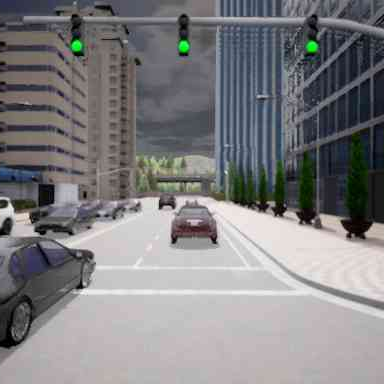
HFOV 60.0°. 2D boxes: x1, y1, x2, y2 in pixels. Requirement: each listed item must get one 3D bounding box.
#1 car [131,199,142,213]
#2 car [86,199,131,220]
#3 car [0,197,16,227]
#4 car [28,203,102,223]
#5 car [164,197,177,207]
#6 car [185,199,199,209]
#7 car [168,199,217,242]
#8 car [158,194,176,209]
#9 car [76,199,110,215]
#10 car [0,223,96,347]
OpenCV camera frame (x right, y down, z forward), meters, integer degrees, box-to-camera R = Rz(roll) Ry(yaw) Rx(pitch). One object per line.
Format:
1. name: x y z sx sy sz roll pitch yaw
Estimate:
1. car: -7.019 1.569 39.032 2.128 1.511 4.902 0 0 0
2. car: -7.084 1.556 28.784 2.128 1.511 4.902 0 0 0
3. car: -10.599 1.260 15.757 2.150 2.045 5.566 0 0 0
4. car: -7.100 1.599 19.271 2.033 1.411 5.357 0 0 0
5. car: -3.510 1.586 56.100 1.882 1.535 5.008 0 0 0
6. car: -0.005 1.670 47.445 1.994 1.385 4.181 0 0 0
7. car: 0.099 1.418 16.789 2.097 1.767 4.553 0 0 0
8. car: -3.414 1.317 46.170 2.150 2.045 5.566 0 0 1
9. car: -10.544 1.556 35.902 2.128 1.511 4.902 0 0 1
10. car: -3.401 1.558 6.223 2.033 1.411 5.357 0 -1 0
